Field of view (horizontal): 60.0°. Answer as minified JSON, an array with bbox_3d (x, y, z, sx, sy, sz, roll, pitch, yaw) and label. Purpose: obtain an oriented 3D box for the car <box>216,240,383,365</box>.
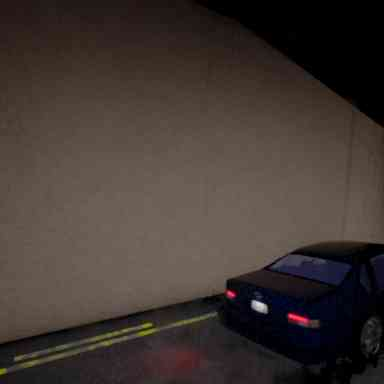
[{"bbox_3d":[2.945,1.601,5.909,5.357,1.411,2.033,1,0,-35],"label":"car"}]
